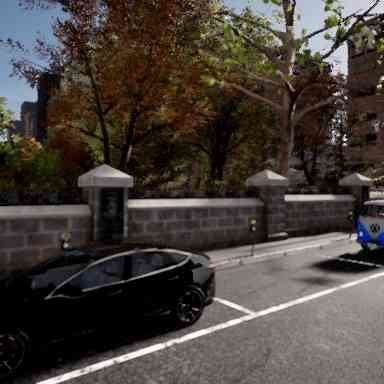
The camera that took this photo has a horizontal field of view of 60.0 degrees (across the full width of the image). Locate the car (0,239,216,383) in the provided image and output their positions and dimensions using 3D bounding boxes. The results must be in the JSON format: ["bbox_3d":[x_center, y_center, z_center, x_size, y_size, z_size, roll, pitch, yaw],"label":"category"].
[{"bbox_3d":[-1.543,1.540,5.422,4.313,1.339,1.947,-1,2,-35],"label":"car"}]

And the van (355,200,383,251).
[{"bbox_3d":[7.460,1.157,11.818,3.998,1.788,1.690,-1,2,-35],"label":"van"}]
